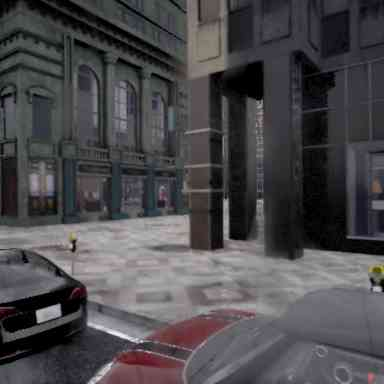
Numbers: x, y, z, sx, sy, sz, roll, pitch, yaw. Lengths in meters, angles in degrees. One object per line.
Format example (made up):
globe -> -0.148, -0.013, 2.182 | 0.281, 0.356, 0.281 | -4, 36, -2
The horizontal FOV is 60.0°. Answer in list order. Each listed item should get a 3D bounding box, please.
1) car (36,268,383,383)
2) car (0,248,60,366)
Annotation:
car -> 1.032, 1.443, 2.232 | 4.097, 1.590, 1.967 | -1, -1, 35
car -> -3.529, 1.613, 5.484 | 4.313, 1.339, 1.947 | -1, -1, 35
